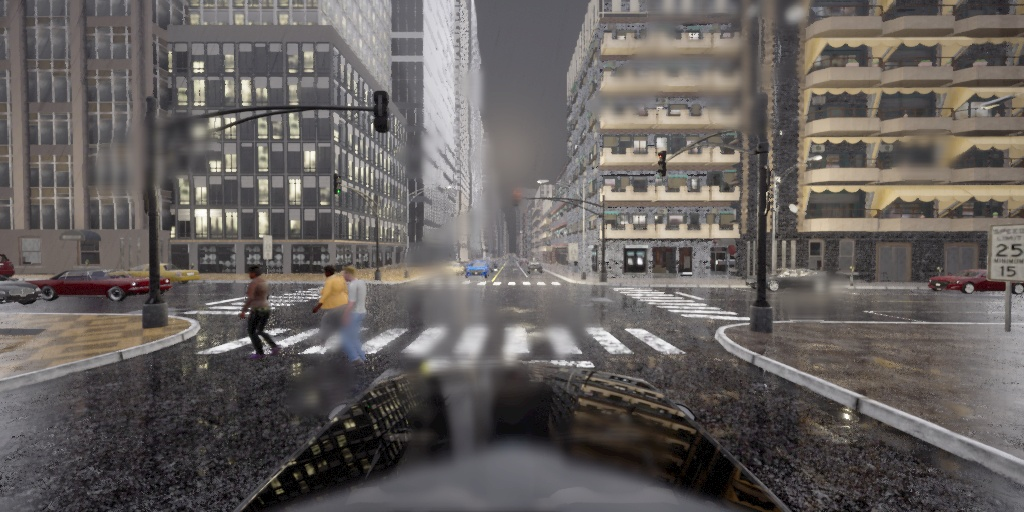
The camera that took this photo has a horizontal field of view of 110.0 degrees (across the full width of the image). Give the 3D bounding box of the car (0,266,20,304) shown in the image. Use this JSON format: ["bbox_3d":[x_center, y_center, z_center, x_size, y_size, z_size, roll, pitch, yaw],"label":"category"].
[{"bbox_3d":[-20.309,1.204,13.322,4.403,1.370,2.007,0,0,1],"label":"car"}]

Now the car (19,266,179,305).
[{"bbox_3d":[-18.051,1.231,15.844,4.718,1.301,1.895,0,1,1],"label":"car"}]

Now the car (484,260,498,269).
[{"bbox_3d":[-3.190,1.337,55.253,1.895,1.301,4.718,0,0,0],"label":"car"}]

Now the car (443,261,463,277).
[{"bbox_3d":[-5.757,1.265,35.832,1.751,1.417,4.829,0,0,0],"label":"car"}]

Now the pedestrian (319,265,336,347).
[{"bbox_3d":[-3.724,1.042,7.590,0.375,1.860,0.375,-1,1,0],"label":"pedestrian"}]

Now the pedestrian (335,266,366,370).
[{"bbox_3d":[-2.778,1.042,6.336,0.375,1.860,0.375,-1,1,0],"label":"pedestrian"}]

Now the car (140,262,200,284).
[{"bbox_3d":[-21.706,1.029,21.652,4.829,1.417,1.751,0,0,1],"label":"car"}]

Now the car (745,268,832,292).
[{"bbox_3d":[16.271,1.375,21.228,4.403,1.370,2.007,0,0,1],"label":"car"}]

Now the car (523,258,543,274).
[{"bbox_3d":[2.612,1.289,41.672,2.007,1.370,4.403,0,0,0],"label":"car"}]

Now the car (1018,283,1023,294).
[{"bbox_3d":[21.694,1.576,12.783,4.313,1.339,1.948,0,0,1],"label":"car"}]

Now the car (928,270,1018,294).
[{"bbox_3d":[27.336,1.462,21.095,4.507,1.381,1.888,0,0,1],"label":"car"}]

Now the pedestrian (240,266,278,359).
[{"bbox_3d":[-4.894,1.043,6.922,0.375,1.860,0.375,-1,1,0],"label":"pedestrian"}]

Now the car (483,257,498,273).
[{"bbox_3d":[-3.174,1.229,43.746,2.128,1.511,4.902,0,0,0],"label":"car"}]

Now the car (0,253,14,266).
[{"bbox_3d":[-33.653,0.712,21.834,5.009,1.841,2.192,0,0,1],"label":"car"}]

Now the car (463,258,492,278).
[{"bbox_3d":[-3.153,1.218,33.638,1.882,1.535,5.008,0,0,-1],"label":"car"}]
